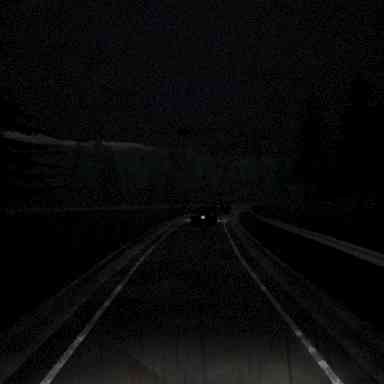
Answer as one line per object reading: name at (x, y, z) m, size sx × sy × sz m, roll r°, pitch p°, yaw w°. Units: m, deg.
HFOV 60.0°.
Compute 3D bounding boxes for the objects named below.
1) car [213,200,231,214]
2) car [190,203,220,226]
car at (3.670, 1.767, 41.947) m, size 2.097 × 1.767 × 4.553 m, roll 0°, pitch -1°, yaw 14°
car at (0.986, 1.823, 26.093) m, size 1.994 × 1.385 × 4.181 m, roll 0°, pitch -1°, yaw 5°
